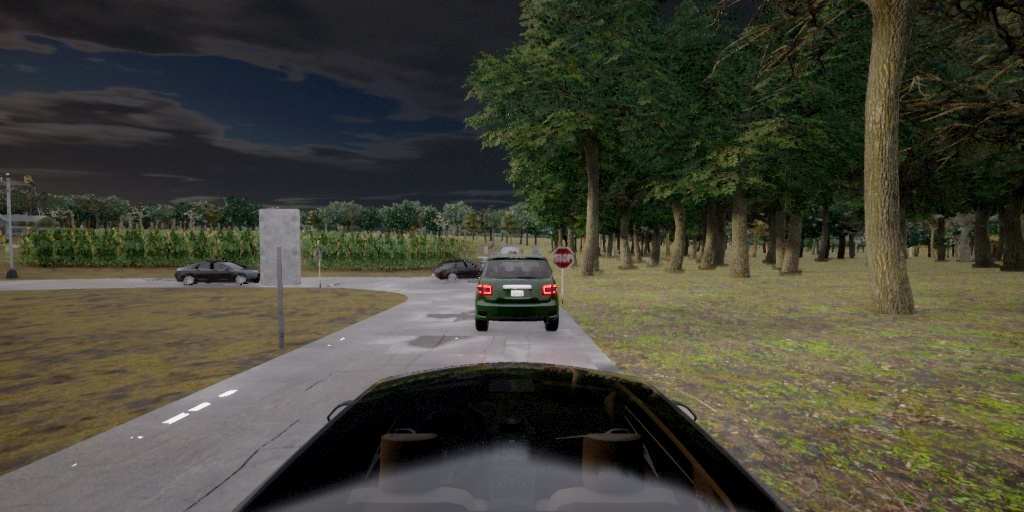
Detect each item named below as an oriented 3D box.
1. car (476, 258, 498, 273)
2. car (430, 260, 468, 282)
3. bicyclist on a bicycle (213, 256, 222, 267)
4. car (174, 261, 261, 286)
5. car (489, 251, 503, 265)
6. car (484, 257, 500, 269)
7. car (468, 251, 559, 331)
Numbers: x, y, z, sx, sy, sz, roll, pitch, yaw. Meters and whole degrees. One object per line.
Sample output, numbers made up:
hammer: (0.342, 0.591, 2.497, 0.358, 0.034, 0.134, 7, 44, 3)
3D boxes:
car: (-2.745, 1.013, 39.979, 2.128, 1.511, 4.902, 0, 1, 0)
car: (-3.674, 1.081, 26.898, 4.892, 1.490, 1.837, 0, 3, -37)
bicyclist on a bicycle: (-23.378, 0.821, 28.449, 0.582, 1.620, 1.656, 0, 1, -11)
car: (-18.444, 1.081, 22.926, 4.892, 1.490, 1.837, 0, 2, -8)
car: (-2.677, 0.312, 60.174, 2.150, 2.045, 5.566, 0, 2, 0)
car: (-2.715, 0.872, 49.409, 1.812, 1.442, 4.674, 0, 1, 0)
car: (0.125, 0.960, 11.066, 2.150, 2.045, 5.566, 0, 0, 0)
